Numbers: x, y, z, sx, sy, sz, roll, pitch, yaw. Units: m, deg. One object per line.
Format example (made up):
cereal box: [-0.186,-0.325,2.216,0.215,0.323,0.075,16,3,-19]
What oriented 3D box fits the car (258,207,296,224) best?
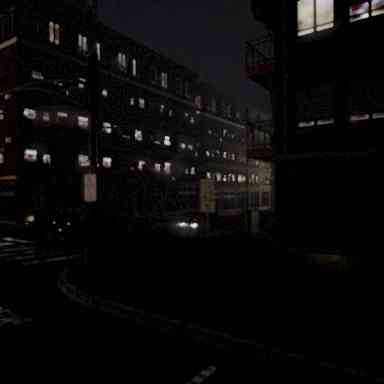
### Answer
car: [8.096,2.144,31.470,2.008,1.369,4.403,-2,-2,35]

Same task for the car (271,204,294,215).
car: [13.355,2.507,48.813,1.994,1.385,4.181,0,-1,36]

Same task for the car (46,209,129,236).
car: [-6.307,1.919,20.974,1.895,1.301,4.718,0,-1,36]

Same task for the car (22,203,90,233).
car: [-8.567,1.643,22.260,2.192,1.841,5.009,-2,-2,35]

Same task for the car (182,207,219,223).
car: [0.850,2.107,31.137,1.994,1.385,4.181,0,-1,35]

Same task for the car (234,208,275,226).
car: [4.832,2.071,26.815,1.802,1.307,4.206,-2,-2,35]
